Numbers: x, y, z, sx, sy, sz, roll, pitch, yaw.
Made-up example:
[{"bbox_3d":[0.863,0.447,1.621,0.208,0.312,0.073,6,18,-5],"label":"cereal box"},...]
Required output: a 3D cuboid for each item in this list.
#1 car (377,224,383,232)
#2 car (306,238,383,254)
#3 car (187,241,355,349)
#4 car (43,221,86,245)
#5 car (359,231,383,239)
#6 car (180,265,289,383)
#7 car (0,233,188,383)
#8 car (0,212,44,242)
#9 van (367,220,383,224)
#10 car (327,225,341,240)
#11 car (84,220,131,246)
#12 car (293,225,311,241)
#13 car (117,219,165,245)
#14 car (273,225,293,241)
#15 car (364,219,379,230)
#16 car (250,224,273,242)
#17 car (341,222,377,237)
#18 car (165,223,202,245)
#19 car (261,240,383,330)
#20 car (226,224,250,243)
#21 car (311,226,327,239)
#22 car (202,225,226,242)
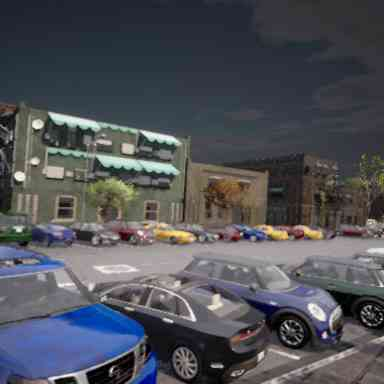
[{"bbox_3d":[24.003,5.538,46.062,4.892,1.521,2.231,1,-3,34],"label":"car"},{"bbox_3d":[6.632,3.082,12.626,4.553,1.767,2.185,3,-2,34],"label":"car"},{"bbox_3d":[1.691,2.661,9.133,4.553,1.767,2.185,3,-2,34],"label":"car"},{"bbox_3d":[-9.532,2.710,21.899,4.674,1.452,2.002,1,-3,34],"label":"car"},{"bbox_3d":[11.482,3.372,16.181,5.566,2.045,2.435,3,-2,34],"label":"car"},{"bbox_3d":[-0.735,2.579,7.341,4.892,1.521,2.231,3,-2,34],"label":"car"},{"bbox_3d":[-3.142,2.120,5.585,5.566,2.045,2.435,3,-2,34],"label":"car"},{"bbox_3d":[-11.940,2.214,20.197,5.566,2.045,2.435,1,-3,34],"label":"car"},{"bbox_3d":[28.699,5.718,49.584,4.442,1.987,1.878,1,-3,34],"label":"van"},{"bbox_3d":[14.444,4.748,39.144,4.792,1.488,2.163,1,-4,34],"label":"car"},{"bbox_3d":[-7.139,2.876,23.630,4.892,1.521,2.231,1,-4,34],"label":"car"},{"bbox_3d":[9.632,4.309,35.707,5.008,1.535,2.097,1,-3,34],"label":"car"},{"bbox_3d":[-4.760,2.954,25.378,4.553,1.767,2.185,1,-4,34],"label":"car"},{"bbox_3d":[7.077,4.098,34.076,5.366,1.575,1.946,1,-3,34],"label":"car"},{"bbox_3d":[42.415,7.632,78.656,2.435,2.045,5.566,2,-2,36],"label":"car"},{"bbox_3d":[4.834,3.898,32.246,5.008,1.535,2.097,1,-4,34],"label":"car"},{"bbox_3d":[21.584,5.207,44.357,4.553,1.767,2.185,1,-4,34],"label":"car"},{"bbox_3d":[-2.190,3.284,26.980,5.366,1.575,1.946,1,-4,34],"label":"car"},{"bbox_3d":[4.186,2.872,10.855,4.553,1.767,2.185,3,-2,34],"label":"car"},{"bbox_3d":[2.416,3.723,30.537,4.792,1.488,2.163,1,-3,34],"label":"car"},{"bbox_3d":[11.867,4.508,37.526,5.366,1.575,1.946,1,-3,34],"label":"car"},{"bbox_3d":[0.043,3.490,28.801,4.892,1.521,2.231,1,-4,34],"label":"car"}]
